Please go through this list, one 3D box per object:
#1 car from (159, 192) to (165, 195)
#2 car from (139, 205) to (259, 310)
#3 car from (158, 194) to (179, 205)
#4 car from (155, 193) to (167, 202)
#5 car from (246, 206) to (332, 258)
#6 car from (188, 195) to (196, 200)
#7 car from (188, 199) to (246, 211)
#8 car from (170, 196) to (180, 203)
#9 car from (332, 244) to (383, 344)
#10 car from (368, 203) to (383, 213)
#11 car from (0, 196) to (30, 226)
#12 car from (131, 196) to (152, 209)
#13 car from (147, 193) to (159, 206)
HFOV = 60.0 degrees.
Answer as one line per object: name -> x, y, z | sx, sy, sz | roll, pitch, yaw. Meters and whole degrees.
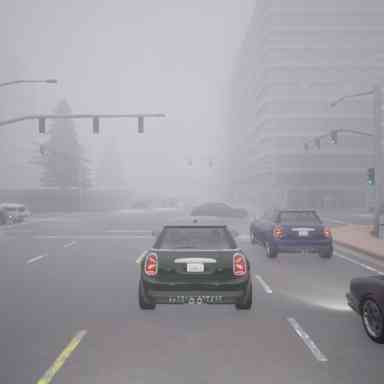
car -> -7.048, 1.221, 63.922 | 2.150, 2.045, 5.566 | 0, 0, 1
car -> 0.071, 1.352, 7.988 | 2.097, 1.767, 4.553 | 0, 0, 0
car -> -3.597, 1.491, 51.082 | 2.128, 1.511, 4.902 | 0, 0, 0
car -> -7.000, 1.225, 74.567 | 2.150, 2.045, 5.566 | 0, 0, 0
car -> 3.587, 1.352, 12.827 | 2.097, 1.767, 4.553 | 0, 0, 0
car -> 0.000, 1.525, 81.125 | 2.128, 1.511, 4.902 | 0, 0, 0
car -> 2.200, 1.510, 26.730 | 4.674, 1.442, 1.812 | 0, 0, 0
car -> -3.500, 1.595, 71.100 | 1.895, 1.301, 4.718 | 0, 0, 0
car -> 3.599, 1.547, 3.351 | 2.033, 1.411, 5.357 | 0, 0, 0
car -> 19.936, 1.492, 32.455 | 5.357, 1.411, 2.033 | 0, 0, -18
car -> -14.152, 1.168, 22.811 | 5.566, 2.045, 2.150 | 0, 0, 6
car -> -7.100, 1.601, 45.613 | 1.895, 1.301, 4.718 | 0, 0, 0
car -> -7.089, 1.352, 54.508 | 2.097, 1.767, 4.553 | 0, 0, 0
